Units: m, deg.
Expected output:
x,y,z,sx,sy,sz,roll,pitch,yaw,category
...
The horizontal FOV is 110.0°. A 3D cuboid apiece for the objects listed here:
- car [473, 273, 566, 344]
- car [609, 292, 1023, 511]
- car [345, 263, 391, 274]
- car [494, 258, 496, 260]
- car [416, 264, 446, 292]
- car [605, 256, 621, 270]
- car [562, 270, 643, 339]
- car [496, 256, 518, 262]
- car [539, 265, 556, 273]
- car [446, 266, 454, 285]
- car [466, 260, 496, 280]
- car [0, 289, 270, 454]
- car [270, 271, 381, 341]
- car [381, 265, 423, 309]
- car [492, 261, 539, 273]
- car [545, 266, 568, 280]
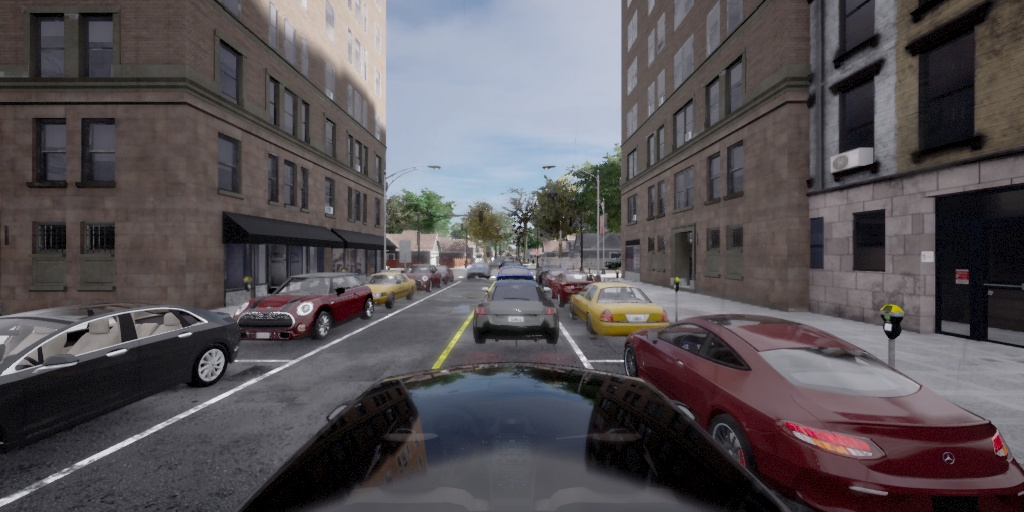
x,y,z,sx,sy,sz,roll,pitch,yaw,category
0.111,1.316,9.636,1.994,1.385,4.181,0,0,1,car
2.641,1.332,4.201,1.802,1.307,4.207,0,0,0,car
-17.088,1.467,42.616,4.718,1.301,1.895,0,0,-2,car
-2.927,1.402,60.864,1.895,1.301,4.718,0,0,0,car
-5.338,1.198,20.775,1.967,1.591,4.097,0,0,0,car
15.610,0.895,49.213,5.566,2.045,2.150,0,0,0,car
2.657,1.278,9.889,1.751,1.417,4.829,0,0,0,car
0.071,1.114,27.854,2.097,1.767,4.553,0,0,0,car
2.687,1.340,20.755,1.802,1.307,4.207,0,0,0,car
-5.323,1.343,26.295,1.802,1.307,4.207,0,0,0,car
-2.779,1.311,31.144,2.033,1.411,5.357,0,0,0,car
-5.384,1.301,4.219,2.007,1.370,4.403,0,0,0,car
-5.369,1.192,9.738,1.967,1.591,4.097,0,0,0,car
-5.354,1.280,15.086,1.751,1.417,4.829,0,0,0,car
0.123,1.235,18.629,1.882,1.535,5.008,0,0,-1,car
2.671,1.300,15.237,1.888,1.381,4.507,0,0,0,car
